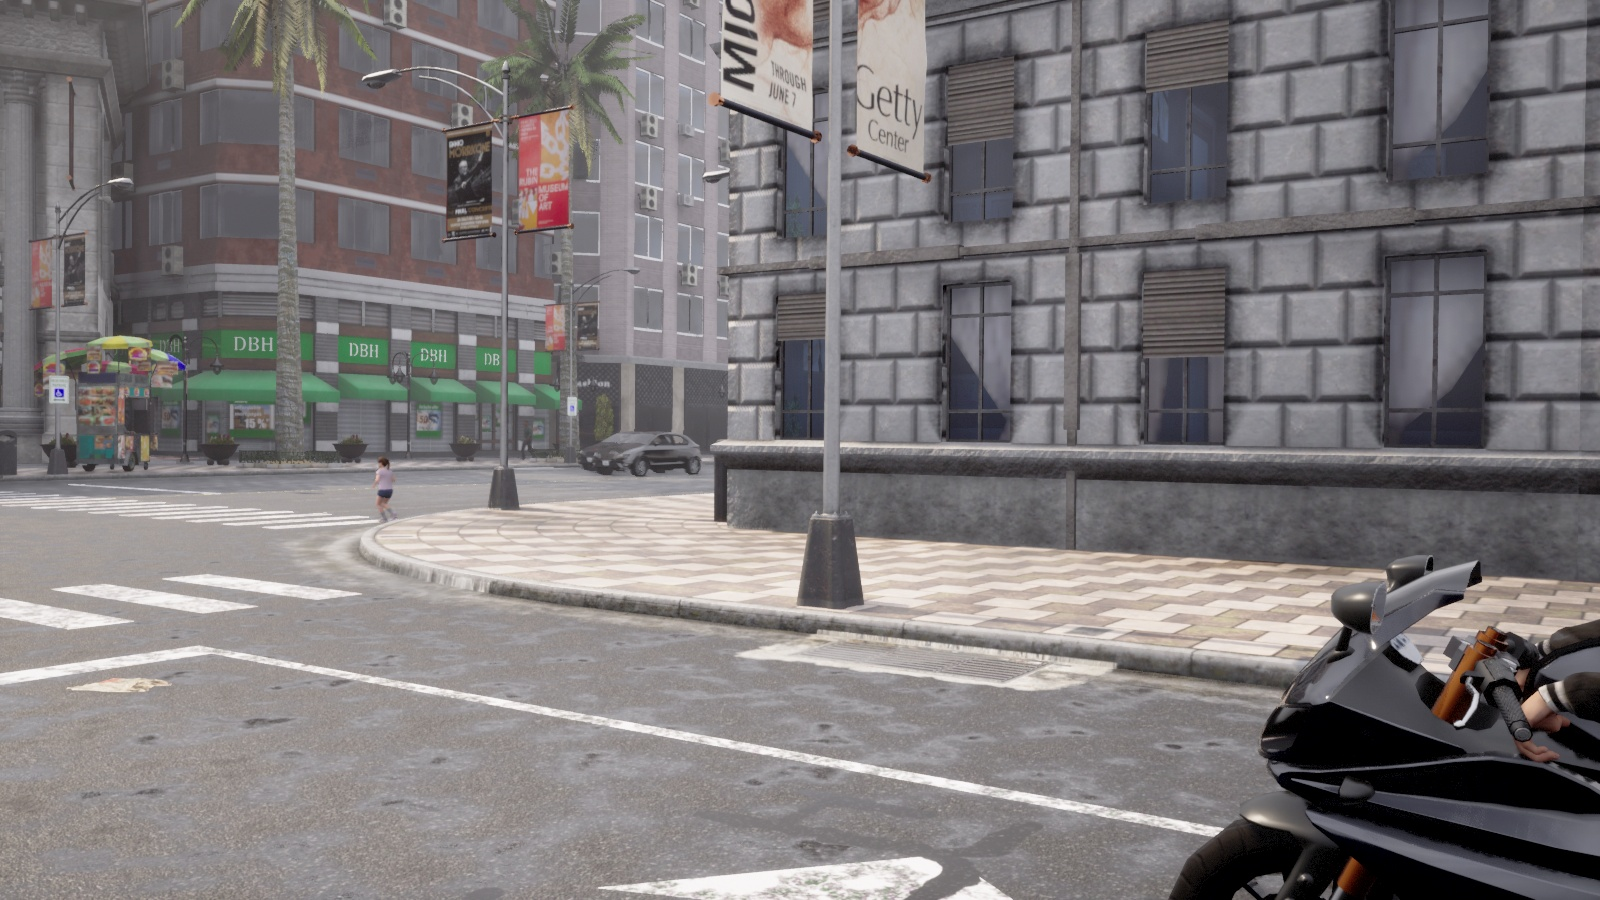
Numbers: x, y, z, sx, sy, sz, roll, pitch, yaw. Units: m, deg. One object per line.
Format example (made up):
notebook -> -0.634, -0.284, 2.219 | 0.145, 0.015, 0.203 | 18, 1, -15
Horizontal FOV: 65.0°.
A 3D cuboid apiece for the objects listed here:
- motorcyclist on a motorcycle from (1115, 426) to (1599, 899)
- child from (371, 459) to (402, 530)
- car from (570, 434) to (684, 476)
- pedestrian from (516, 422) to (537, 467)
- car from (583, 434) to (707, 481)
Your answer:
motorcyclist on a motorcycle -> 1.824, 0.717, 2.412 | 2.191, 1.530, 0.866 | 0, 1, 34
child -> -6.607, 0.704, 20.064 | 0.394, 1.110, 0.255 | 0, 1, 29
car -> -6.404, 0.164, 46.837 | 1.816, 1.474, 4.193 | 0, 1, 35
pedestrian -> -11.822, -0.247, 54.327 | 0.423, 1.949, 0.788 | 0, 1, 37
car -> -5.170, 0.212, 42.433 | 1.816, 1.474, 4.193 | 0, 1, 34
